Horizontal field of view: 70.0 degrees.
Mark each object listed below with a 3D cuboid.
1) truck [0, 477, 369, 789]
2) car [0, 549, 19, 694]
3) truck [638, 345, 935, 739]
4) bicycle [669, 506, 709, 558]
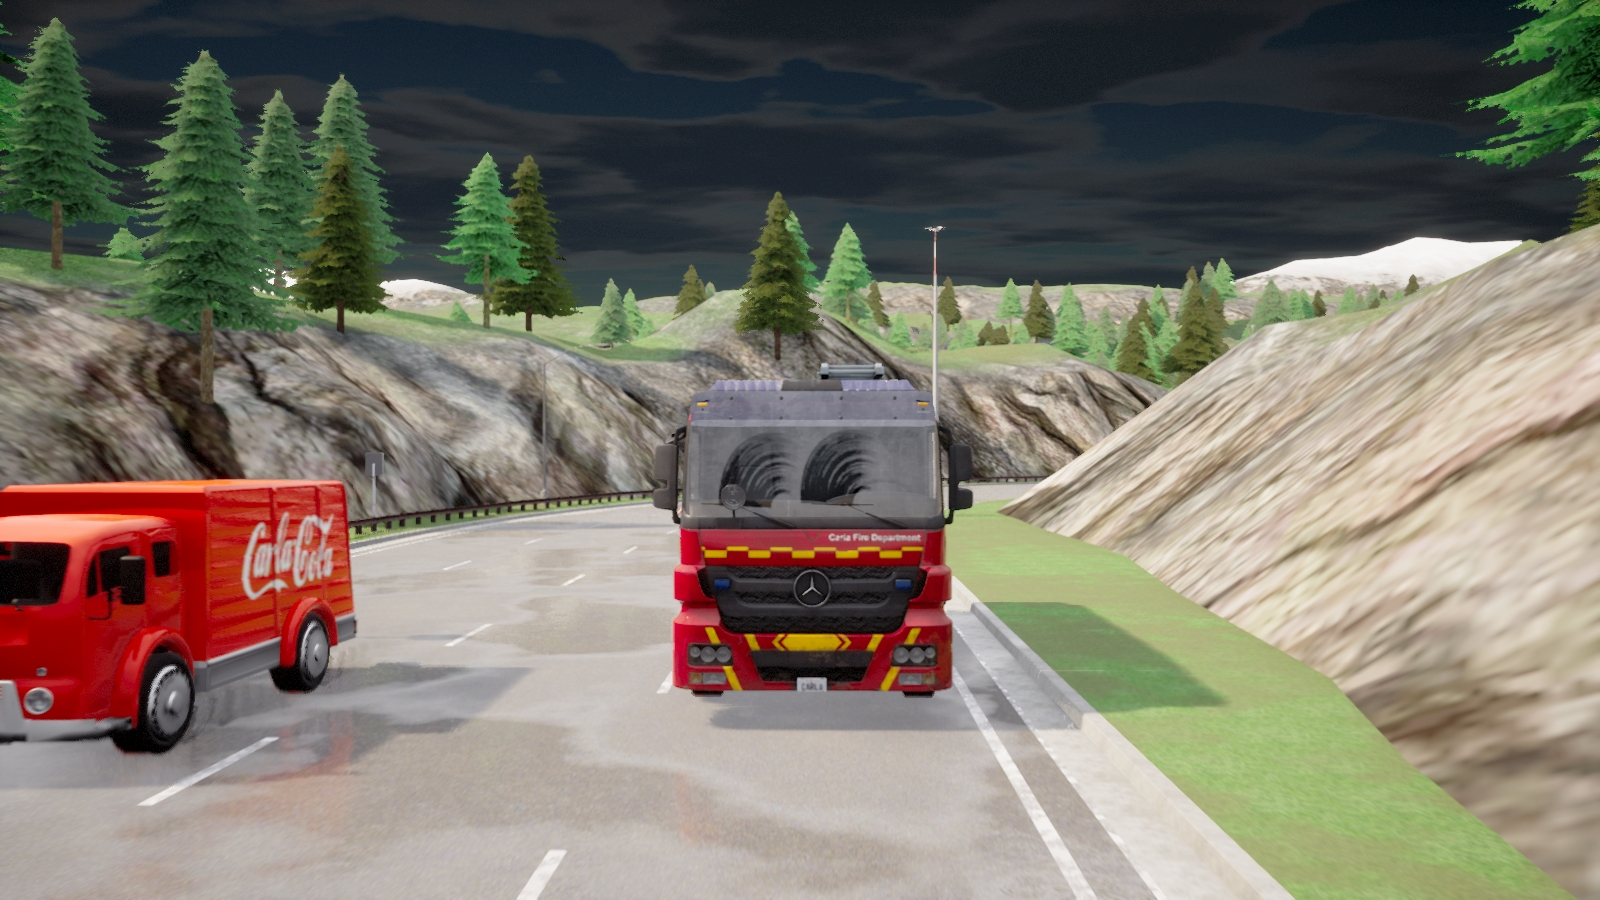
[{"bbox_3d":[-6.869,1.570,12.040,2.627,2.467,5.204,0,0,1],"label":"truck"},{"bbox_3d":[-10.266,1.982,10.825,2.097,1.638,5.238,0,0,1],"label":"car"},{"bbox_3d":[-0.051,0.890,15.365,2.891,3.827,8.468,0,0,1],"label":"truck"},{"bbox_3d":[-2.925,2.157,30.250,0.859,1.277,1.487,0,0,2],"label":"bicycle"}]
